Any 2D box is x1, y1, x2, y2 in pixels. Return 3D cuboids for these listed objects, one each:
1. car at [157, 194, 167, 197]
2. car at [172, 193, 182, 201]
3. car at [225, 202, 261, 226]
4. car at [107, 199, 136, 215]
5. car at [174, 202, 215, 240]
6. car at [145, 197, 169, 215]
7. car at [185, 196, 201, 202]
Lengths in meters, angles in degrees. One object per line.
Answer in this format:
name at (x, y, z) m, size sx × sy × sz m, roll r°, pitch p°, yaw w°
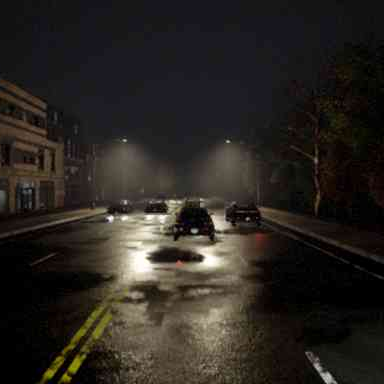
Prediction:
car at (-6.487, 1.129, 72.165) m, size 1.994 × 1.385 × 4.181 m, roll 0°, pitch 0°, yaw 0°
car at (-3.237, 1.064, 72.580) m, size 2.128 × 1.511 × 4.902 m, roll 0°, pitch 0°, yaw 0°
car at (3.354, 1.396, 22.382) m, size 2.128 × 1.511 × 4.902 m, roll 0°, pitch 0°, yaw 0°
car at (-6.587, 1.412, 31.682) m, size 2.033 × 1.411 × 5.357 m, roll 0°, pitch 0°, yaw 0°
car at (0.101, 1.456, 16.378) m, size 1.812 × 1.442 × 4.674 m, roll 0°, pitch 0°, yaw 0°
car at (-3.333, 1.427, 31.912) m, size 1.994 × 1.385 × 4.181 m, roll 0°, pitch 0°, yaw 0°
car at (0.109, 1.300, 44.259) m, size 2.128 × 1.511 × 4.902 m, roll 0°, pitch 0°, yaw 0°
